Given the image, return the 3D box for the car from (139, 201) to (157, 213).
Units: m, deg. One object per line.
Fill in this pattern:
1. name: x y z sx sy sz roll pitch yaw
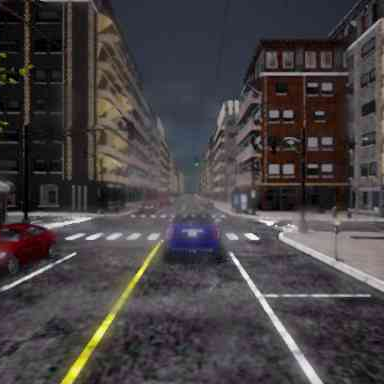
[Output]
1. car: -5.697 1.864 42.918 1.967 1.590 4.097 0 -1 0

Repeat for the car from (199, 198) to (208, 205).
1. car: 2.681 2.201 76.744 1.967 1.590 4.097 0 -1 0

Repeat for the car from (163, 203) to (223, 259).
1. car: 0.114 1.484 13.413 2.097 1.767 4.553 0 -1 3

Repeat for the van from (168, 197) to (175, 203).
1. van: -5.701 2.268 93.665 1.690 1.788 3.998 0 -1 0

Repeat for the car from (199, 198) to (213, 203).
1. car: 2.683 2.087 54.189 2.008 1.369 4.403 0 -1 0

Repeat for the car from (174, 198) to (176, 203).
1. car: -5.700 2.340 82.216 1.752 1.417 4.829 0 -1 0

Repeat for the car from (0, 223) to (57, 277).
1. car: -5.693 1.686 10.507 1.802 1.307 4.206 0 -1 0

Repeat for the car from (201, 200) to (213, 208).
1. car: 2.683 2.137 59.826 1.887 1.381 4.507 0 -1 0

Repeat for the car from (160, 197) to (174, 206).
1. car: -5.700 2.019 71.111 2.192 1.841 5.009 0 -1 0
